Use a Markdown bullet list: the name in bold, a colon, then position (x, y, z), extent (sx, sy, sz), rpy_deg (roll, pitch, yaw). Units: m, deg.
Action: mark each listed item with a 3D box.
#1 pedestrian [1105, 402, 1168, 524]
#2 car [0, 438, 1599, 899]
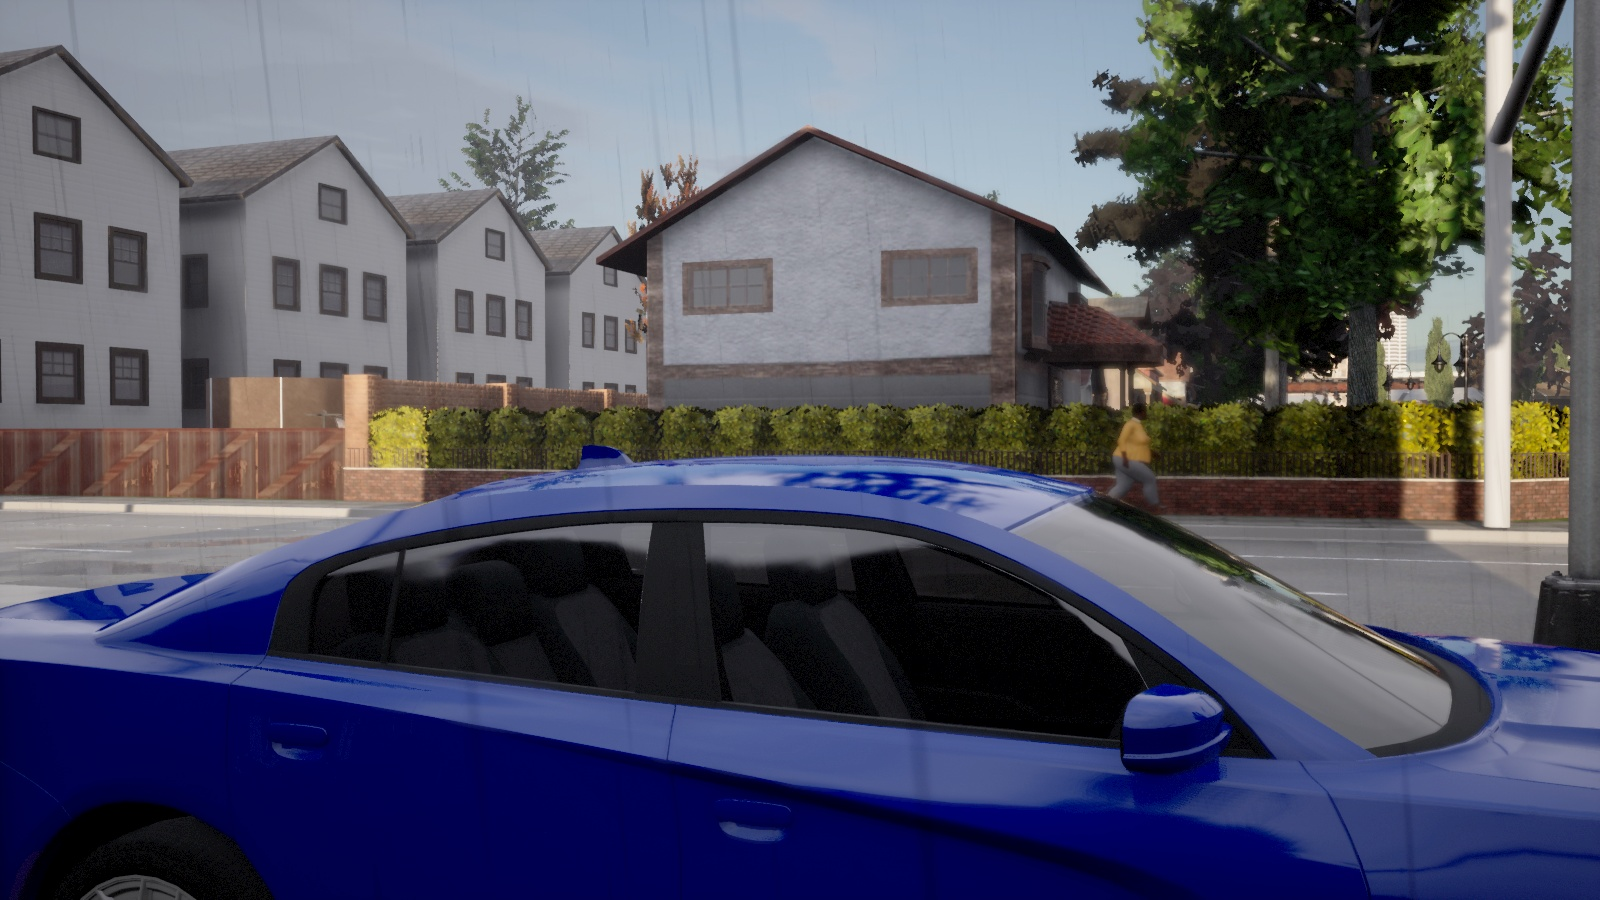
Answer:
- **pedestrian**: position (5.255, 0.188, 19.596), extent (0.900, 1.855, 0.874), rpy_deg (1, 1, 18)
- **car**: position (0.253, 0.755, 3.108), extent (5.008, 1.535, 1.882), rpy_deg (1, 1, 19)
